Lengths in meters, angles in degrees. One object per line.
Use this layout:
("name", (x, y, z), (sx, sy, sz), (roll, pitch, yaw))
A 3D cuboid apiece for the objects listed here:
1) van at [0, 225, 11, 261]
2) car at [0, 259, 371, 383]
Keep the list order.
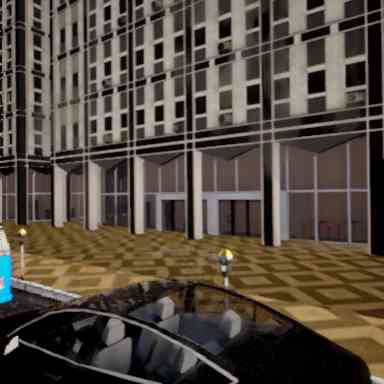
("van", (-5.235, 1.426, 6.614), (3.998, 1.788, 1.690), (-1, -1, 36))
("car", (-0.599, 1.590, 3.305), (4.313, 1.339, 1.947), (-1, -1, 36))
